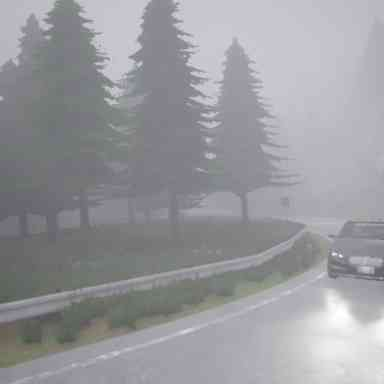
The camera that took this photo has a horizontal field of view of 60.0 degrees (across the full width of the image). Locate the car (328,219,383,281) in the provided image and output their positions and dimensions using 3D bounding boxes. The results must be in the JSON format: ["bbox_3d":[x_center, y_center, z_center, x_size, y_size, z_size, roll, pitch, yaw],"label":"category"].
[{"bbox_3d":[5.291,1.593,9.915,2.128,1.511,4.902,-2,-2,30],"label":"car"}]
